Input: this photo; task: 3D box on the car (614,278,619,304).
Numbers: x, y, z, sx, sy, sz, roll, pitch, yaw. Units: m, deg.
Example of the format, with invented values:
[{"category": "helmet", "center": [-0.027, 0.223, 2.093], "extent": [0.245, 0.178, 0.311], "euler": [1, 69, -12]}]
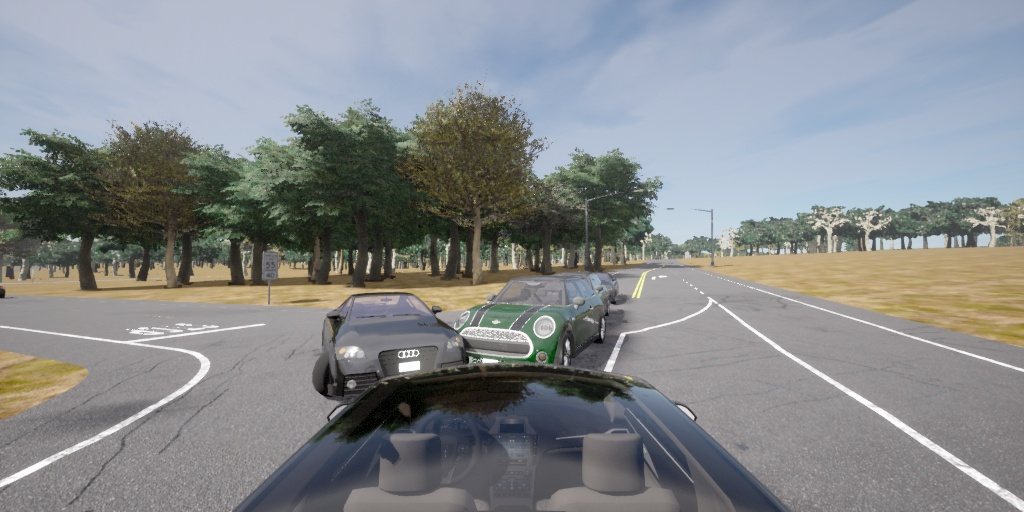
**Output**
[{"category": "car", "center": [4.218, 1.509, 17.854], "extent": [1.994, 1.385, 4.181], "euler": [-1, 0, 19]}]

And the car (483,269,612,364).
[{"category": "car", "center": [0.618, 1.218, 7.814], "extent": [2.097, 1.767, 4.553], "euler": [-1, -2, 26]}]

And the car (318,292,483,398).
[{"category": "car", "center": [-2.354, 1.376, 6.609], "extent": [1.994, 1.385, 4.181], "euler": [1, -2, -29]}]

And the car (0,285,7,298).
[{"category": "car", "center": [-40.859, 2.562, 27.373], "extent": [4.181, 1.385, 1.994], "euler": [-2, -3, 22]}]

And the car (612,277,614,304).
[{"category": "car", "center": [2.025, 1.344, 12.127], "extent": [2.097, 1.767, 4.553], "euler": [-1, -1, 21]}]
